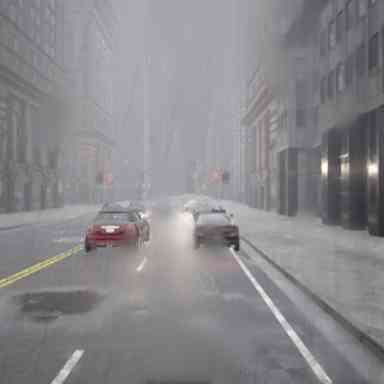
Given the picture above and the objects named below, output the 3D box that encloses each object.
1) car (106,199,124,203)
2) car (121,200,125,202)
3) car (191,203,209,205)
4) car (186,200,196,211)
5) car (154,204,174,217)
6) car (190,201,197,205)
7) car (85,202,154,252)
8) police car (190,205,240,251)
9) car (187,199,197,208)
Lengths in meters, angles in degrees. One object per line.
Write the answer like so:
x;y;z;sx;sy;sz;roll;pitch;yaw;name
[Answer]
-9.807;1.978;40.400;1.837;1.490;4.892;0;-1;0;car
-6.559;1.957;38.613;1.837;1.490;4.892;0;-1;0;car
0.991;1.801;25.031;1.837;1.490;4.892;0;-1;0;car
0.040;2.126;51.253;1.812;1.442;4.674;0;-1;0;car
-3.125;1.997;36.952;1.994;1.385;4.181;0;-1;0;car
0.996;1.870;31.031;1.837;1.490;4.892;0;-1;0;car
-3.140;1.528;14.891;2.097;1.767;4.553;0;-1;0;car
0.985;1.604;15.142;1.930;1.638;5.238;0;-1;0;police car
0.046;2.255;66.466;1.882;1.535;5.008;0;-1;0;car
